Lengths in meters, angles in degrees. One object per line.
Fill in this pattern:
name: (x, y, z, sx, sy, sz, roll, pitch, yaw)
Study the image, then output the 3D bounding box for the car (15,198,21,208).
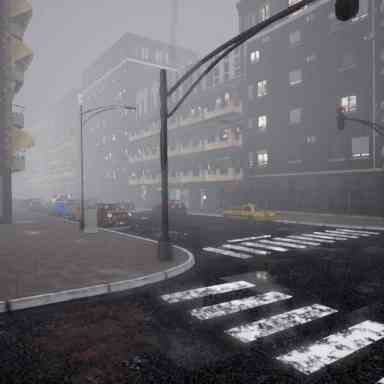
car: (-25.221, 1.769, 50.916, 1.947, 1.339, 4.313, -1, 1, -36)

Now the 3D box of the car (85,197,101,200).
car: (-15.189, 1.502, 51.299, 1.967, 1.590, 4.097, -1, 1, -36)

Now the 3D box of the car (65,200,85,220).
car: (-8.999, 1.652, 28.289, 1.752, 1.417, 4.829, -1, 1, -36)

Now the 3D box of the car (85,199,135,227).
car: (-5.875, 1.553, 23.930, 1.967, 1.590, 4.097, -1, 1, -36)

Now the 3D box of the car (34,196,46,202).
car: (-37.760, 1.728, 82.784, 1.887, 1.381, 4.507, -1, 1, -36)

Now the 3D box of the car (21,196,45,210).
car: (-21.999, 1.628, 46.417, 1.967, 1.590, 4.097, -1, 1, -36)

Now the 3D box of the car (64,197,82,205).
car: (-21.637, 1.645, 60.296, 2.008, 1.369, 4.403, -1, 1, -36)

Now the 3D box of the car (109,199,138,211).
car: (-8.737, 1.581, 42.305, 2.008, 1.369, 4.403, -1, 1, -36)

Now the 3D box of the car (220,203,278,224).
car: (4.062, 1.498, 24.453, 1.752, 1.417, 4.829, -1, 1, -36)

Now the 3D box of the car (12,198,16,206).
car: (-31.671, 1.782, 59.911, 1.887, 1.381, 4.507, -1, 1, -36)

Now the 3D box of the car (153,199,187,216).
car: (-2.289, 1.441, 33.309, 1.967, 1.590, 4.097, -1, 1, -36)

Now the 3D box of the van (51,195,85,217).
van: (-12.326, 1.483, 32.923, 1.690, 1.788, 3.998, -1, 1, -36)

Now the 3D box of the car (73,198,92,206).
car: (-18.412, 1.643, 55.798, 1.947, 1.339, 4.313, -1, 1, -36)
